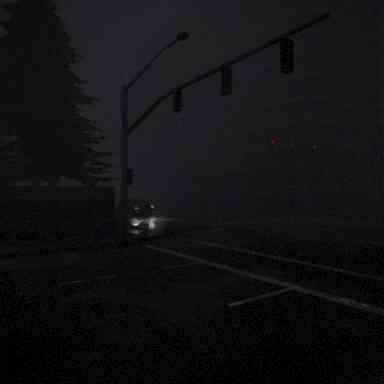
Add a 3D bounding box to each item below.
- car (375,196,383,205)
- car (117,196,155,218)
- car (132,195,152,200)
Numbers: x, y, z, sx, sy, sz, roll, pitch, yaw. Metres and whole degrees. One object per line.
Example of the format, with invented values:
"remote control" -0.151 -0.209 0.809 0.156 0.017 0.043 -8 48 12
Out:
"car" 32.226 1.435 55.864 1.994 1.385 4.181 0 0 -2
"car" -5.317 1.373 31.164 2.097 1.767 4.553 0 0 -35
"car" -13.830 1.499 92.147 5.357 1.411 2.033 0 0 -35
